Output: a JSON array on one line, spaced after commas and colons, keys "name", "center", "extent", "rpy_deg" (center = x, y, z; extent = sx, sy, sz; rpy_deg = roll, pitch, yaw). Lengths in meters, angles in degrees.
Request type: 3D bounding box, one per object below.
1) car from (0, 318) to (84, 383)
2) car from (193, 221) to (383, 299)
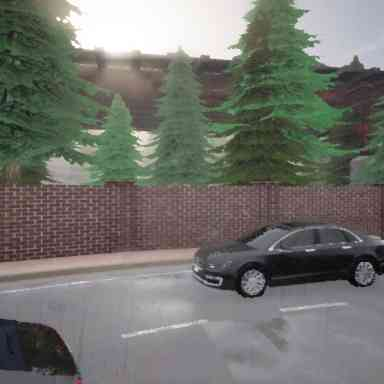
[{"name": "car", "center": [-2.776, 1.564, 1.890], "extent": [4.181, 1.385, 1.994], "rpy_deg": [0, 0, -33]}, {"name": "car", "center": [2.437, 1.505, 8.231], "extent": [4.892, 1.490, 1.837], "rpy_deg": [0, 0, -16]}]
